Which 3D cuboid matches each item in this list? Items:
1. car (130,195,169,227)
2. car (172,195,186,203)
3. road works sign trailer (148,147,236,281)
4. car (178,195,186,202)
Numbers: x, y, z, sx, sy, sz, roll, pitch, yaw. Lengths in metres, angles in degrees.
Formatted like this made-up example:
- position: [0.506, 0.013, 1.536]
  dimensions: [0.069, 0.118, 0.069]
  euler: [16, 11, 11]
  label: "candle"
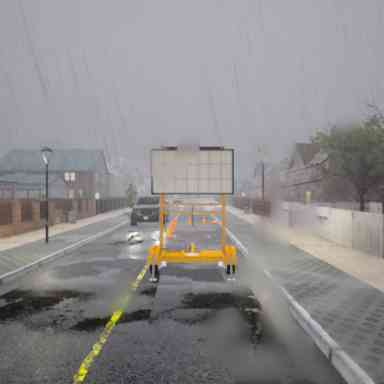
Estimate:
- position: [-2.841, 1.249, 23.259]
  dimensions: [2.150, 2.045, 5.566]
  euler: [0, 0, 0]
  label: "car"
- position: [-2.766, 1.740, 65.307]
  dimensions: [1.994, 1.385, 4.181]
  euler: [0, 0, 1]
  label: "car"
- position: [0.016, 0.471, 9.851]
  dimensions: [2.380, 3.560, 2.880]
  euler: [0, 0, 0]
  label: "road works sign trailer"
- position: [-2.724, 1.662, 89.891]
  dimensions: [2.097, 1.767, 4.553]
  euler: [0, 0, 0]
  label: "car"
